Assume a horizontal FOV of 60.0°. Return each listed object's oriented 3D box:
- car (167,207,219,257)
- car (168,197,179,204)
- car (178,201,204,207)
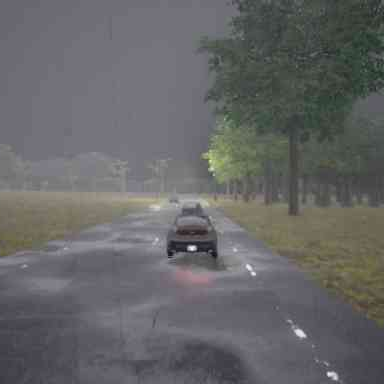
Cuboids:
[{"bbox_3d":[0.020,1.611,13.492,1.837,1.490,4.892,0,0,0],"label":"car"},{"bbox_3d":[-3.509,1.596,64.526,2.033,1.411,5.357,0,1,1],"label":"car"},{"bbox_3d":[0.029,1.646,29.227,1.882,1.535,5.008,0,0,1],"label":"car"}]
